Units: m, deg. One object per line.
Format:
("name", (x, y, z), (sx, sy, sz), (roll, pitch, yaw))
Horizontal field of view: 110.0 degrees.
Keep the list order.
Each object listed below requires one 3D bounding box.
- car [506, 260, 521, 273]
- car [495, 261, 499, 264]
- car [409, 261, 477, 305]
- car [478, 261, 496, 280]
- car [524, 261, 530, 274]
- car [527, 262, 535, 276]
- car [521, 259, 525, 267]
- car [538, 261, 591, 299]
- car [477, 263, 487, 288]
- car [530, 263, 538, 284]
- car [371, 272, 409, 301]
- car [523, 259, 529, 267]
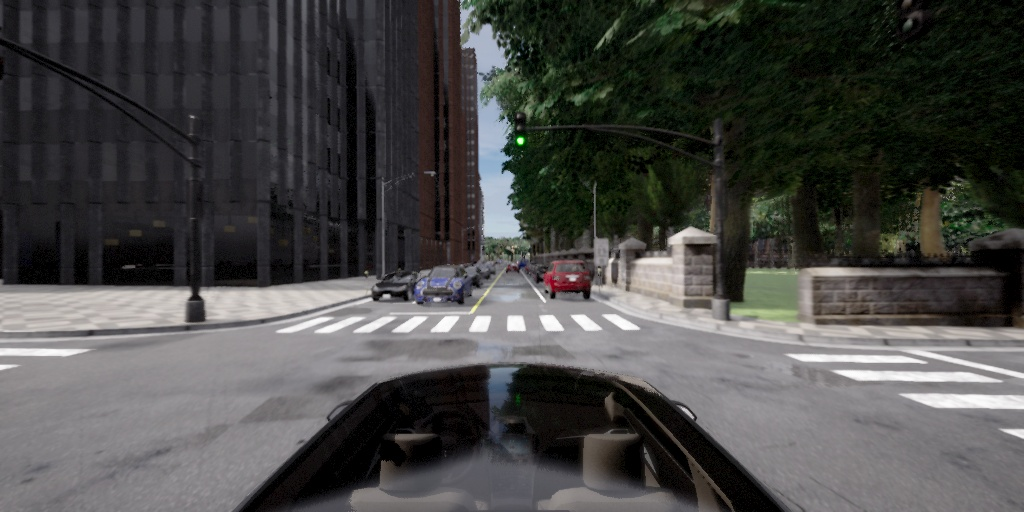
("car", (0.089, 1.709, 51.525), (1.812, 1.442, 4.674), (-1, -1, 0))
("car", (-3.068, 1.722, 45.679), (1.994, 1.385, 4.181), (-1, -1, 1))
("car", (-3.104, 1.243, 17.091), (2.097, 1.767, 4.553), (-1, -1, 0))
("car", (-3.094, 1.556, 35.689), (2.128, 1.511, 4.902), (-1, -1, 0))
("car", (2.770, 1.604, 40.493), (2.007, 1.370, 4.403), (0, 0, 0))
("car", (2.769, 1.552, 35.036), (2.007, 1.370, 4.403), (0, 0, 0))
("car", (2.772, 1.596, 51.406), (1.967, 1.591, 4.097), (0, 0, 0))
("car", (2.767, 1.163, 18.668), (2.192, 1.841, 5.009), (0, 0, 0))
("car", (-3.100, 1.480, 26.192), (1.837, 1.490, 4.892), (-1, -1, 0))
("car", (2.768, 1.516, 29.580), (1.948, 1.339, 4.313), (0, 0, 0))
("car", (-5.758, 1.496, 18.660), (1.948, 1.339, 4.313), (0, 0, 0))
("car", (2.771, 1.544, 45.949), (1.967, 1.591, 4.097), (0, 0, 0))
